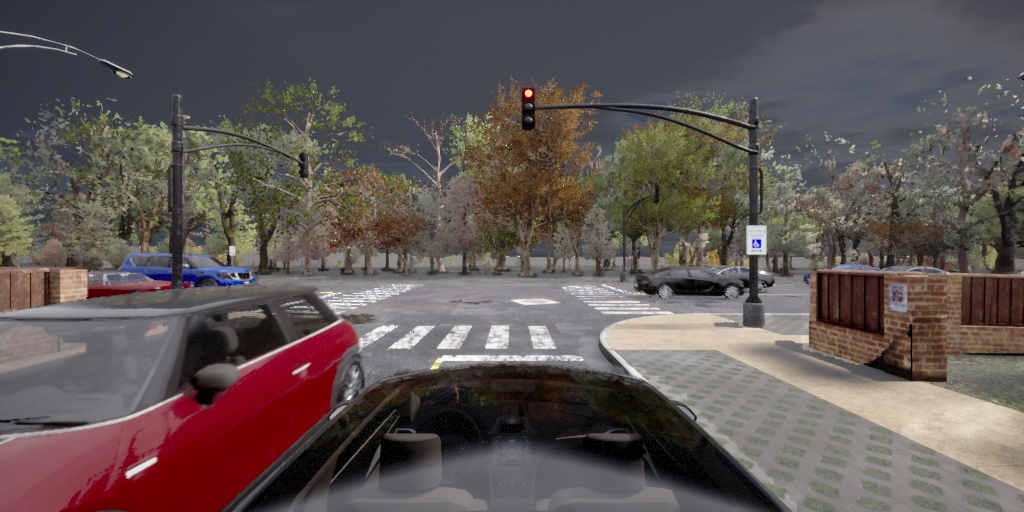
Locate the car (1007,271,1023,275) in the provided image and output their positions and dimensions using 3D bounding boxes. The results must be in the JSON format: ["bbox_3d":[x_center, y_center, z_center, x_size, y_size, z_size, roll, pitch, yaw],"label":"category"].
[{"bbox_3d":[35.971,1.408,24.057,4.674,1.442,1.812,0,0,0],"label":"car"}]

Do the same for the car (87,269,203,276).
[{"bbox_3d":[-15.331,1.292,14.048,4.718,1.301,1.895,0,0,0],"label":"car"}]

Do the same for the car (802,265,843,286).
[{"bbox_3d":[22.380,1.317,24.058,5.008,1.535,1.882,0,0,0],"label":"car"}]

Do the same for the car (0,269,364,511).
[{"bbox_3d":[-2.914,1.102,2.733,2.097,1.767,4.553,0,0,-2],"label":"car"}]

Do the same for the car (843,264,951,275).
[{"bbox_3d":[22.769,1.328,20.808,4.902,1.511,2.128,0,0,0],"label":"car"}]

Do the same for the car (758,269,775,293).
[{"bbox_3d":[12.439,1.294,20.795,4.902,1.511,2.128,0,0,0],"label":"car"}]

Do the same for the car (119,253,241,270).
[{"bbox_3d":[-15.559,0.912,17.300,5.566,2.045,2.150,1,0,0],"label":"car"}]

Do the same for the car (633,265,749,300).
[{"bbox_3d":[8.474,1.262,17.337,5.008,1.535,1.882,0,0,0],"label":"car"}]
